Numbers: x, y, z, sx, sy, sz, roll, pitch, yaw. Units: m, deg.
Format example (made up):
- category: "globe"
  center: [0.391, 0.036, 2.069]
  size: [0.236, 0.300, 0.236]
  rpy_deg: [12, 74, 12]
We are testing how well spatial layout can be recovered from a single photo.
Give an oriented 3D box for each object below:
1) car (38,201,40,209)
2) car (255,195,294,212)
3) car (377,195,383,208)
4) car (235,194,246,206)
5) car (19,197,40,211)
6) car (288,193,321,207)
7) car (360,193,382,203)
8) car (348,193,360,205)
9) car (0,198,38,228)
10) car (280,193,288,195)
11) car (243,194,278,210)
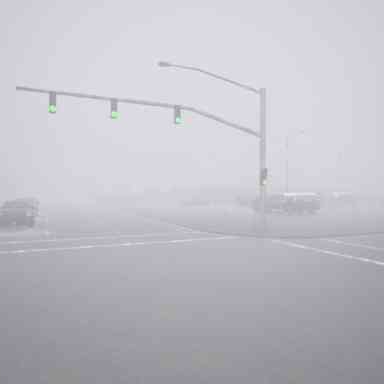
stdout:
- category: "car"
  center: [-15.605, 1.331, 31.171]
  size: [2.097, 1.767, 4.553]
  rpy_deg: [0, 0, -24]
- category: "car"
  center: [10.702, 1.414, 43.094]
  size: [3.806, 1.475, 1.970]
  rpy_deg: [0, 0, -23]
- category: "car"
  center: [26.854, 1.405, 43.779]
  size: [3.806, 1.475, 1.970]
  rpy_deg: [0, 0, -23]
- category: "car"
  center: [8.447, 1.172, 48.196]
  size: [4.605, 1.855, 1.932]
  rpy_deg: [0, 0, -23]
- category: "car"
  center: [-19.792, 1.472, 40.700]
  size: [2.128, 1.511, 4.902]
  rpy_deg: [0, 0, -24]
- category: "car"
  center: [20.078, 1.164, 59.258]
  size: [4.605, 1.855, 1.932]
  rpy_deg: [0, 0, -23]
- category: "car"
  center: [36.157, 1.157, 66.217]
  size: [3.866, 1.878, 1.905]
  rpy_deg: [0, 0, -23]
- category: "car"
  center: [35.021, 1.397, 68.879]
  size: [3.806, 1.475, 1.970]
  rpy_deg: [0, 0, -23]
- category: "car"
  center: [-11.604, 1.330, 22.058]
  size: [2.097, 1.767, 4.553]
  rpy_deg: [0, 0, -24]
- category: "car"
  center: [18.990, 1.375, 61.943]
  size: [3.905, 1.438, 1.784]
  rpy_deg: [0, 0, -23]
- category: "car"
  center: [9.556, 1.383, 45.752]
  size: [3.905, 1.438, 1.784]
  rpy_deg: [0, 0, -23]
